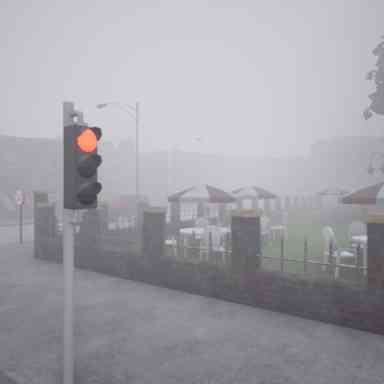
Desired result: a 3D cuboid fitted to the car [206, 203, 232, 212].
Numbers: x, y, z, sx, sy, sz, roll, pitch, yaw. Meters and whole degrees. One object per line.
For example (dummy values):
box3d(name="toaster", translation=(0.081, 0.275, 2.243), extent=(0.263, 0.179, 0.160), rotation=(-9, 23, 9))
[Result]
box3d(name="car", translation=(2.777, 1.211, 39.231), extent=(2.150, 2.045, 5.566), rotation=(0, 0, 33))

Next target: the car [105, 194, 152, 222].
box3d(name="car", translation=(-5.660, 1.211, 27.075), extent=(2.150, 2.045, 5.566), rotation=(0, 0, 35))

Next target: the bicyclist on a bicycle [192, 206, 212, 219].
box3d(name="bicyclist on a bicycle", translation=(0.664, 1.334, 21.467), extent=(1.656, 1.620, 0.582), rotation=(0, 0, 36))
